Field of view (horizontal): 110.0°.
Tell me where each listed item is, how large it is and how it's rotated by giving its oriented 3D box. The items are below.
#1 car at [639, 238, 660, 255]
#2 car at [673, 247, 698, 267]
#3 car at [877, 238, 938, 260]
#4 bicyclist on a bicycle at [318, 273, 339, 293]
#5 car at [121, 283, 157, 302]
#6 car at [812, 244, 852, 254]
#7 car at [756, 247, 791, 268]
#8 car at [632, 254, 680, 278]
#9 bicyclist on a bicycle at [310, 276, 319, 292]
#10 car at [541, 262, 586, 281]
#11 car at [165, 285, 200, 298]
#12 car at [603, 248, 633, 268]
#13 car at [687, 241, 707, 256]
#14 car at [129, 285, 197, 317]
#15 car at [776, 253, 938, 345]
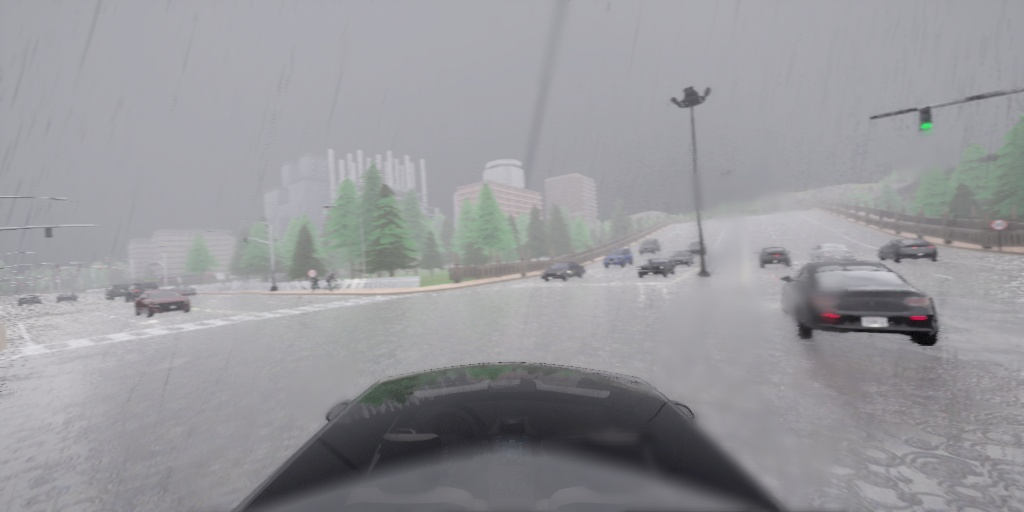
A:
[{"bbox_3d":[20.944,-1.435,54.543,2.150,2.045,5.566,-4,6,34],"label":"car"},{"bbox_3d":[16.872,0.232,35.688,1.837,1.490,4.892,-4,1,34],"label":"car"},{"bbox_3d":[25.889,-0.383,23.622,2.128,1.511,4.902,-4,0,33],"label":"car"},{"bbox_3d":[-15.684,2.331,31.167,0.582,1.620,1.656,-4,-1,19],"label":"bicyclist on a bicycle"},{"bbox_3d":[-42.745,4.171,41.488,5.566,2.045,2.150,-4,-1,35],"label":"car"},{"bbox_3d":[23.555,-0.179,26.460,1.812,1.442,4.674,-4,0,33],"label":"car"},{"bbox_3d":[20.095,0.053,27.526,1.837,1.490,4.892,-4,0,33],"label":"car"},{"bbox_3d":[10.497,0.804,25.966,1.895,1.301,4.718,-4,0,33],"label":"car"},{"bbox_3d":[-18.832,2.569,34.257,0.582,1.620,1.656,-4,0,-2],"label":"bicyclist on a bicycle"},{"bbox_3d":[4.309,1.201,29.282,2.033,1.411,5.357,-4,0,33],"label":"car"},{"bbox_3d":[-41.031,4.403,44.572,5.357,1.411,2.033,-4,-1,35],"label":"car"},{"bbox_3d":[12.417,0.203,41.642,2.150,2.045,5.566,-4,2,34],"label":"car"},{"bbox_3d":[23.842,-1.050,46.313,2.097,1.767,4.553,-4,4,33],"label":"car"},{"bbox_3d":[-22.011,2.877,22.557,5.008,1.535,1.882,-4,-1,35],"label":"car"},{"bbox_3d":[7.127,0.832,7.756,1.812,1.442,4.674,-4,0,33],"label":"car"}]
